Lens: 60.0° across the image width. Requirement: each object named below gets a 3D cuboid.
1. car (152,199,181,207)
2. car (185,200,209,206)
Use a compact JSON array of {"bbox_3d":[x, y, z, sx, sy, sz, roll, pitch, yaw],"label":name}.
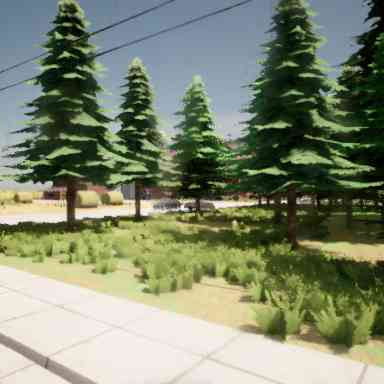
[{"bbox_3d":[-3.529,1.750,46.377,1.837,1.490,4.892,-1,0,35],"label":"car"},{"bbox_3d":[1.079,1.769,46.727,2.033,1.411,5.357,0,0,35],"label":"car"}]
